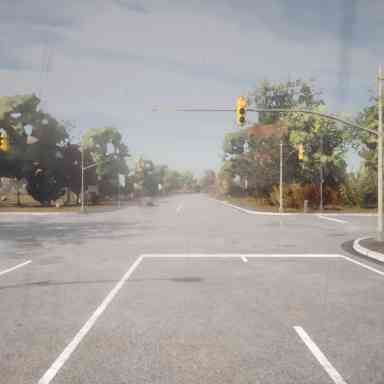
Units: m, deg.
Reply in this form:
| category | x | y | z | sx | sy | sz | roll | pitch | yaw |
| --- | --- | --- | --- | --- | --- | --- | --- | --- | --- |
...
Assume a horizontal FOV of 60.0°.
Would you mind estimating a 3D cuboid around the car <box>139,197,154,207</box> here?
| category | x | y | z | sx | sy | sz | roll | pitch | yaw |
| --- | --- | --- | --- | --- | --- | --- | --- | --- | --- |
| car | -7.000 | 1.523 | 51.513 | 1.812 | 1.442 | 4.674 | 0 | 0 | 0 |
